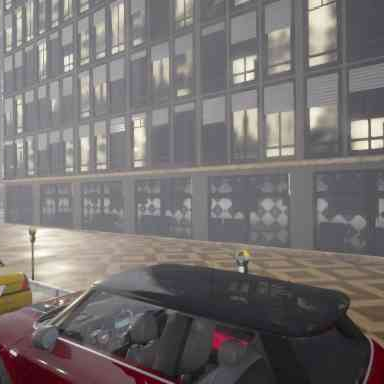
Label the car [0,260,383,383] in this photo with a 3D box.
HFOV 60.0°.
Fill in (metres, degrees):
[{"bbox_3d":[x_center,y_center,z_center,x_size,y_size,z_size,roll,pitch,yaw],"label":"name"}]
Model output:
[{"bbox_3d":[-0.369,1.441,3.157,4.097,1.590,1.967,0,-1,36],"label":"car"}]
